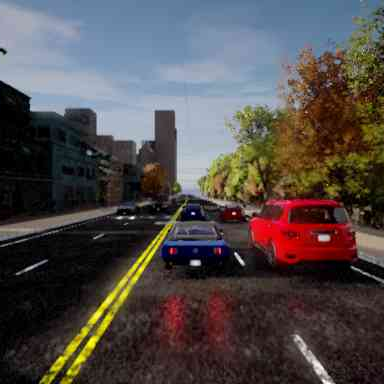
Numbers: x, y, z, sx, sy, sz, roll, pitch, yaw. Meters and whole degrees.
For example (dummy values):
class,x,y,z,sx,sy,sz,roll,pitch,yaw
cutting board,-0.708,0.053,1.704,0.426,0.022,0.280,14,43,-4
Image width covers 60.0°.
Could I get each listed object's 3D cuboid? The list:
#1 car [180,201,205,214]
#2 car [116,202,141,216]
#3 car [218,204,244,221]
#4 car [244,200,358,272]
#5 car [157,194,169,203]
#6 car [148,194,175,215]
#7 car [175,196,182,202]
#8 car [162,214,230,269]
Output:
class,x,y,z,sx,sy,sz,roll,pitch,yaw
car,0.103,1.700,28.569,1.994,1.385,4.181,0,0,0
car,-6.594,1.714,35.193,2.033,1.411,5.357,0,0,0
car,3.353,1.700,28.511,1.994,1.385,4.181,0,0,0
car,3.352,1.275,11.124,2.150,2.045,5.566,0,0,0
car,-6.494,1.512,75.728,2.150,2.045,5.566,0,0,0
car,-3.340,1.394,35.919,2.150,2.045,5.566,0,-1,0
car,-3.245,1.735,76.166,2.128,1.511,4.902,0,0,0
car,0.102,1.655,11.299,1.895,1.301,4.718,0,0,0
